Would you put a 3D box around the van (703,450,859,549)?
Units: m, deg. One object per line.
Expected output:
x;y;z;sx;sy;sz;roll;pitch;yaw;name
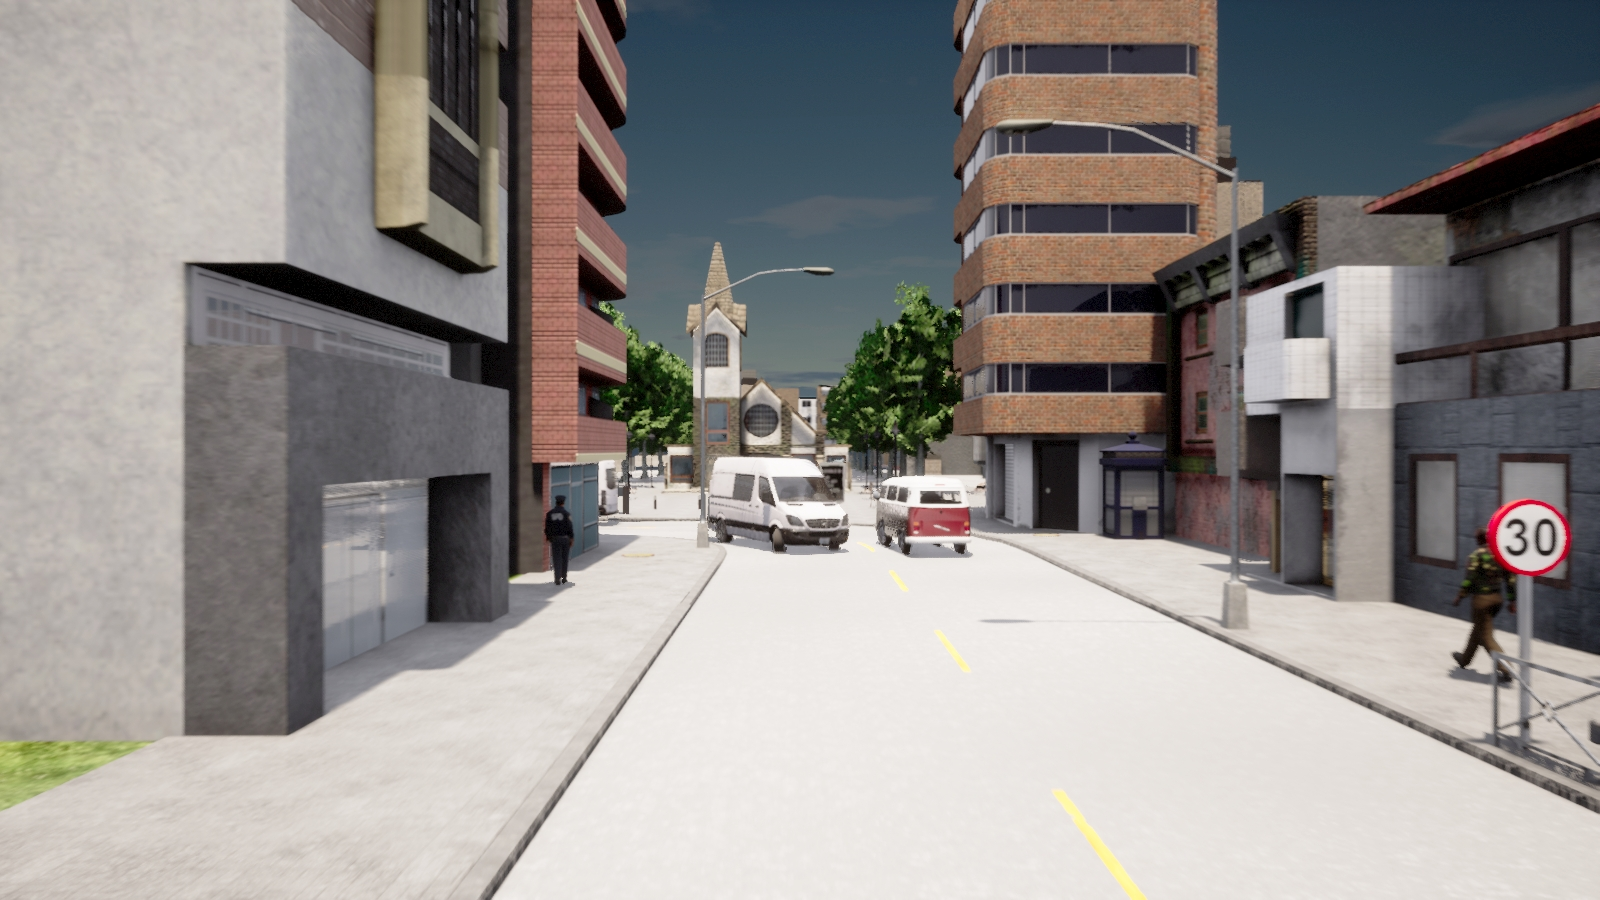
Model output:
-0.686;1.290;32.664;1.988;2.561;5.915;1;-1;-27;van

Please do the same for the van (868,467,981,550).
3.350;1.541;31.720;2.069;2.038;4.480;0;0;-8;van

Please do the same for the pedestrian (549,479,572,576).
-4.678;1.506;22.282;0.375;1.860;0.375;0;0;-1;pedestrian

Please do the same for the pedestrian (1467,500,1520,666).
7.972;1.514;13.146;0.375;1.860;0.375;0;0;-5;pedestrian
